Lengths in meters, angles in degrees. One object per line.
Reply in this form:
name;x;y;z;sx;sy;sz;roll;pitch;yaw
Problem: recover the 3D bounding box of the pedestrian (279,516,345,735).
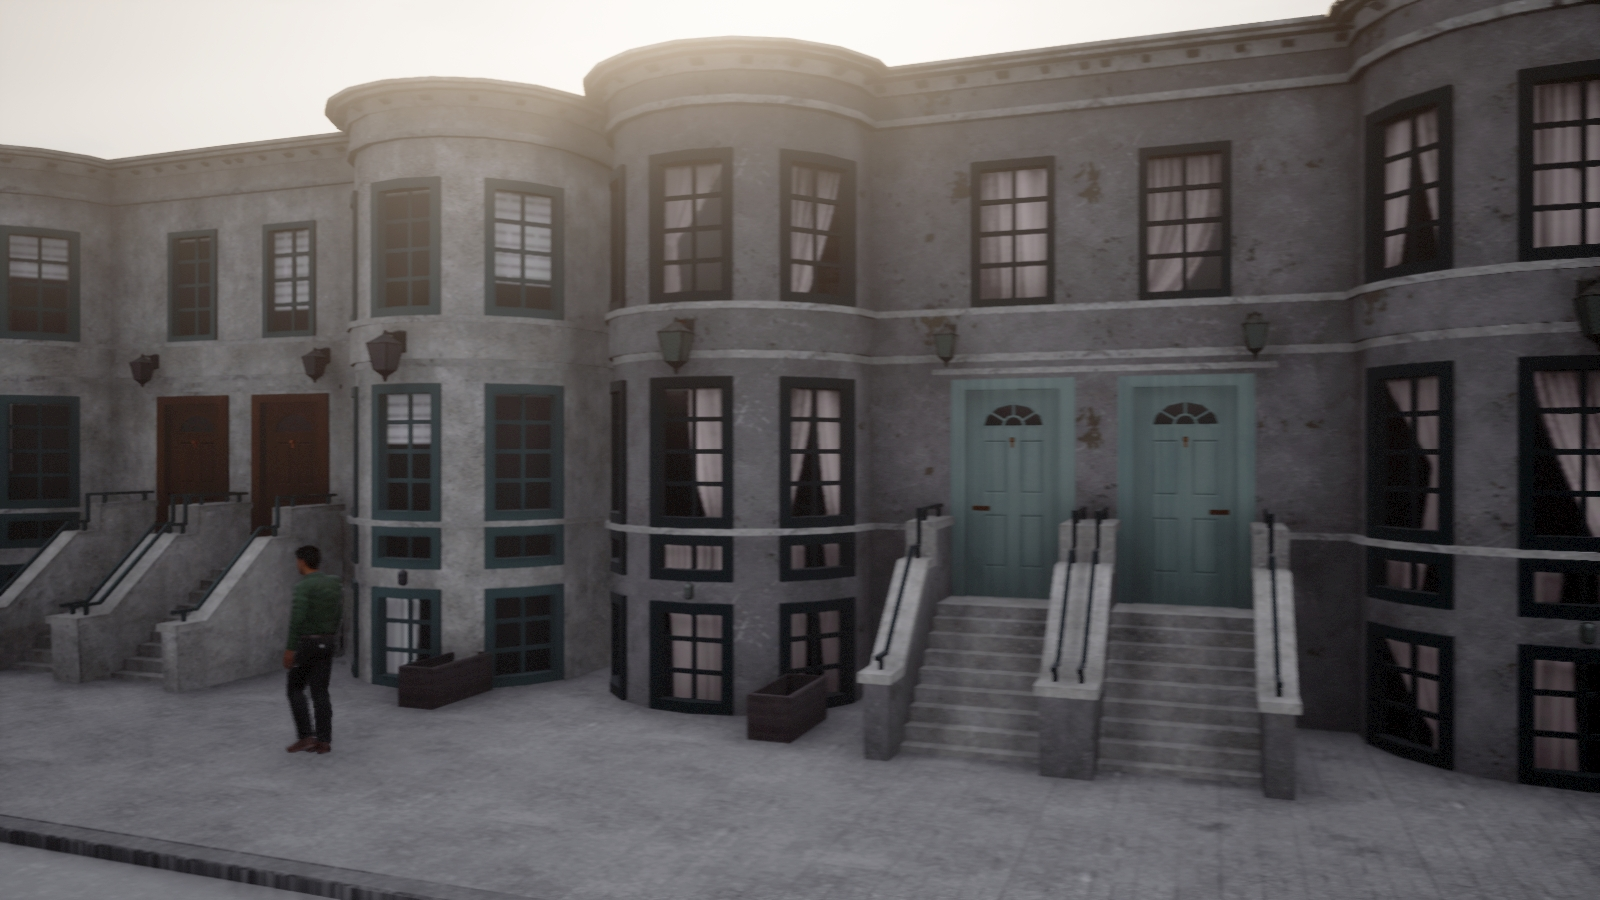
pedestrian;-4.308;1.526;10.093;0.375;1.860;0.375;0;0;24
